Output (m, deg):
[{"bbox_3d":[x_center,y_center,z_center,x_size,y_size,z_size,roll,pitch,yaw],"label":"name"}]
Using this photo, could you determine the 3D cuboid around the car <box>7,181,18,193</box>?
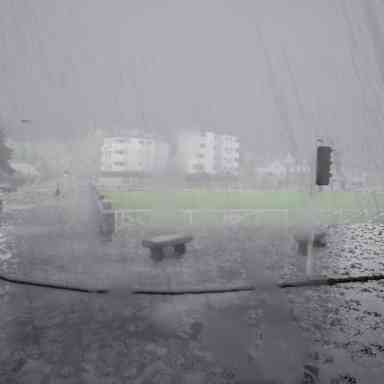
[{"bbox_3d":[-23.091,-0.666,41.397,2.033,1.411,5.357,1,2,-17],"label":"car"}]

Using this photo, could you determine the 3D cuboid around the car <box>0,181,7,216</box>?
[{"bbox_3d":[-10.643,0.447,15.853,2.097,1.767,4.553,1,2,-18],"label":"car"}]
